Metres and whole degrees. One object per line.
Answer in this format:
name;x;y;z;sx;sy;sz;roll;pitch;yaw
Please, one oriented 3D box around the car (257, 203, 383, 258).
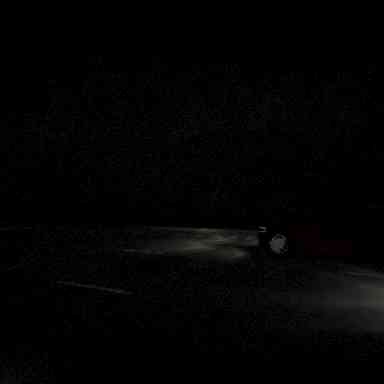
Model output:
car;4.374;1.073;9.566;5.008;1.535;1.882;0;1;32
